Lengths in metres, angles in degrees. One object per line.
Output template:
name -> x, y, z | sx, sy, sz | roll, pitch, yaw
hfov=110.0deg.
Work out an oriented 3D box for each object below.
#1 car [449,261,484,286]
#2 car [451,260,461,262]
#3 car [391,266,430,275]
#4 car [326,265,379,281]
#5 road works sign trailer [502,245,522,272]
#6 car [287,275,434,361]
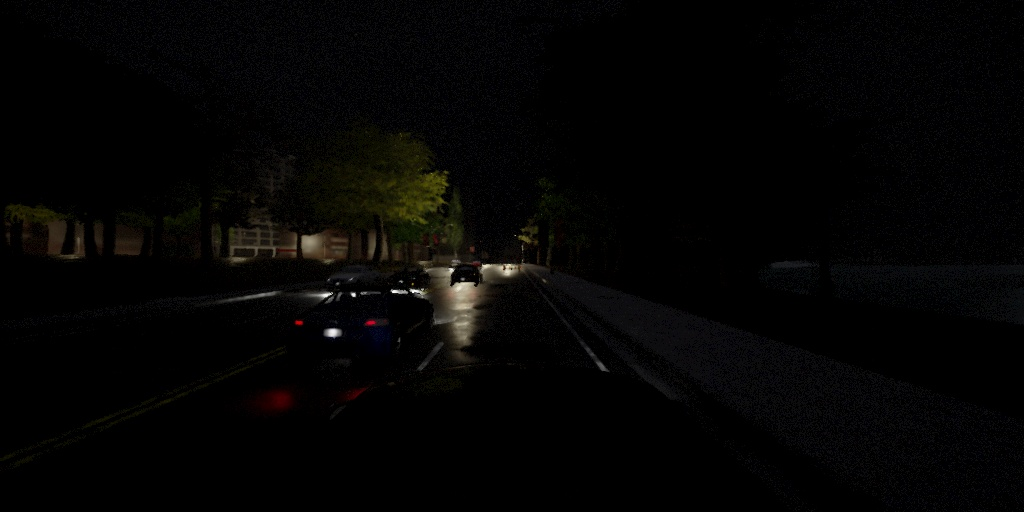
car -> -3.150, 1.310, 25.227 | 1.812, 1.442, 4.674 | 0, 0, 0
car -> -9.783, 1.442, 62.718 | 2.128, 1.511, 4.902 | 0, 0, 1
car -> -6.597, 1.343, 23.261 | 1.994, 1.385, 4.181 | 0, 0, 0
car -> -9.848, 1.303, 22.598 | 1.812, 1.442, 4.674 | 0, 0, 0
road works sign trailer -> -0.001, 0.341, 48.990 | 2.380, 3.560, 2.880 | 0, 0, 0
car -> -3.150, 1.319, 8.307 | 1.994, 1.385, 4.181 | 0, 0, 0
